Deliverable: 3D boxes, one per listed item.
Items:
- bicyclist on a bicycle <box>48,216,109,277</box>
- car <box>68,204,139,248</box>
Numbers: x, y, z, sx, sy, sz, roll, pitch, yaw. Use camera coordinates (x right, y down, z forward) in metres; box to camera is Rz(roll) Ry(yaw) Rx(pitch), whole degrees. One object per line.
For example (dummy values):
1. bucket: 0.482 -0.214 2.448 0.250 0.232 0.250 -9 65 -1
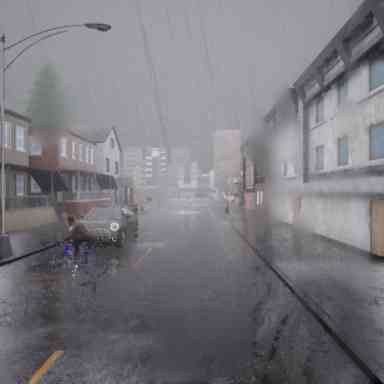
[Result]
1. bicyclist on a bicycle: -3.033 1.453 8.824 1.656 1.620 0.582 -1 0 2
2. car: -3.724 1.353 14.752 2.097 1.767 4.553 0 0 2
